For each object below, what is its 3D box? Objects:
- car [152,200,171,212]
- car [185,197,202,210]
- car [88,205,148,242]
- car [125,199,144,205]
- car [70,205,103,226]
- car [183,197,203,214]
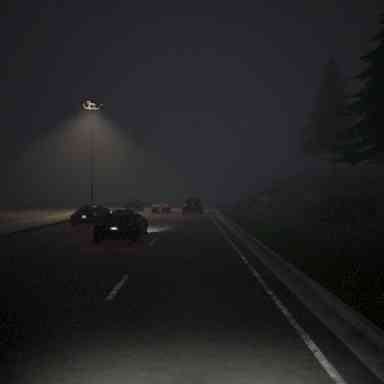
[{"bbox_3d":[-3.383,1.601,37.736,1.895,1.301,4.718,0,0,0],"label":"car"},{"bbox_3d":[0.271,1.491,44.579,2.128,1.511,4.902,0,0,2],"label":"car"},{"bbox_3d":[-3.399,1.564,16.486,1.994,1.385,4.181,0,0,0],"label":"car"},{"bbox_3d":[-6.857,1.526,39.776,1.812,1.442,4.674,0,0,1],"label":"car"},{"bbox_3d":[-6.898,1.564,23.215,1.994,1.385,4.181,0,0,0],"label":"car"},{"bbox_3d":[0.101,1.352,35.367,2.097,1.767,4.553,0,0,0],"label":"car"}]
